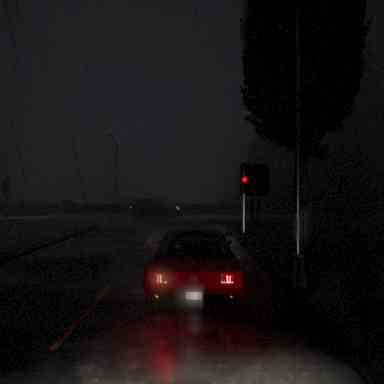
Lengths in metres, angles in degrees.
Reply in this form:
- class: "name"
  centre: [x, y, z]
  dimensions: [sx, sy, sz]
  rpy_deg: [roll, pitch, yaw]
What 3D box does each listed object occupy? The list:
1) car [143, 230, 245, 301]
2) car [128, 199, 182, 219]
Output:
- class: "car"
  centre: [0.064, 1.601, 8.276]
  dimensions: [1.895, 1.301, 4.718]
  rpy_deg: [0, 0, 1]
- class: "car"
  centre: [-3.104, 1.352, 28.802]
  dimensions: [4.553, 1.767, 2.097]
  rpy_deg: [0, 0, 0]
